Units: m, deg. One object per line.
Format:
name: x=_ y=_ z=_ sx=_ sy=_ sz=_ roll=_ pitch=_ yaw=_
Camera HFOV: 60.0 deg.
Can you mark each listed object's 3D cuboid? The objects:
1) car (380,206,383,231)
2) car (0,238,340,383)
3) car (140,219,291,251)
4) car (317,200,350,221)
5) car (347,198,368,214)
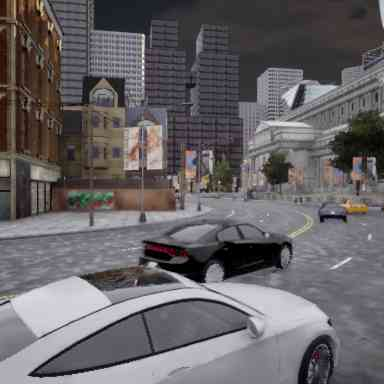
car: x=11.069 y=1.484 z=17.408 sx=2.128 sy=1.511 sz=4.902 roll=0 pitch=0 yaw=29
car: x=-0.410 y=1.523 z=3.330 sx=4.674 sy=1.442 sz=1.812 roll=0 pitch=0 yaw=-37
car: x=0.888 y=1.471 z=9.104 sx=5.008 sy=1.535 sz=1.882 roll=0 pitch=0 yaw=-44
car: x=11.303 y=1.549 z=27.075 sx=1.994 sy=1.385 sz=4.181 roll=0 pitch=0 yaw=18
car: x=16.439 y=1.439 z=34.481 sx=1.801 sy=1.575 sz=5.366 roll=0 pitch=0 yaw=9
